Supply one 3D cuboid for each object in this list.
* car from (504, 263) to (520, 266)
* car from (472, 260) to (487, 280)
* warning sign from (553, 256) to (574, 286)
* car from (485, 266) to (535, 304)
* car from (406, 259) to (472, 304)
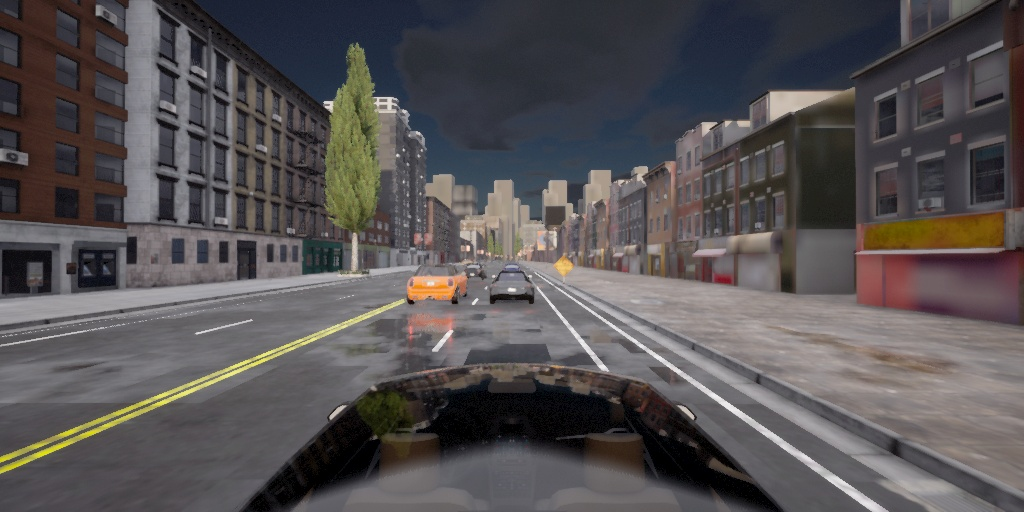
[{"bbox_3d":[0.000,1.346,31.502,1.812,1.442,4.674,0,0,0],"label":"car"},{"bbox_3d":[-3.250,1.346,31.502,1.812,1.442,4.674,0,0,0],"label":"car"},{"bbox_3d":[3.225,0.901,22.290,1.300,1.860,1.060,0,0,0],"label":"warning sign"},{"bbox_3d":[0.000,1.343,16.502,1.994,1.385,4.181,0,0,0],"label":"car"},{"bbox_3d":[-3.250,1.137,16.472,2.097,1.767,4.553,0,0,0],"label":"car"}]
